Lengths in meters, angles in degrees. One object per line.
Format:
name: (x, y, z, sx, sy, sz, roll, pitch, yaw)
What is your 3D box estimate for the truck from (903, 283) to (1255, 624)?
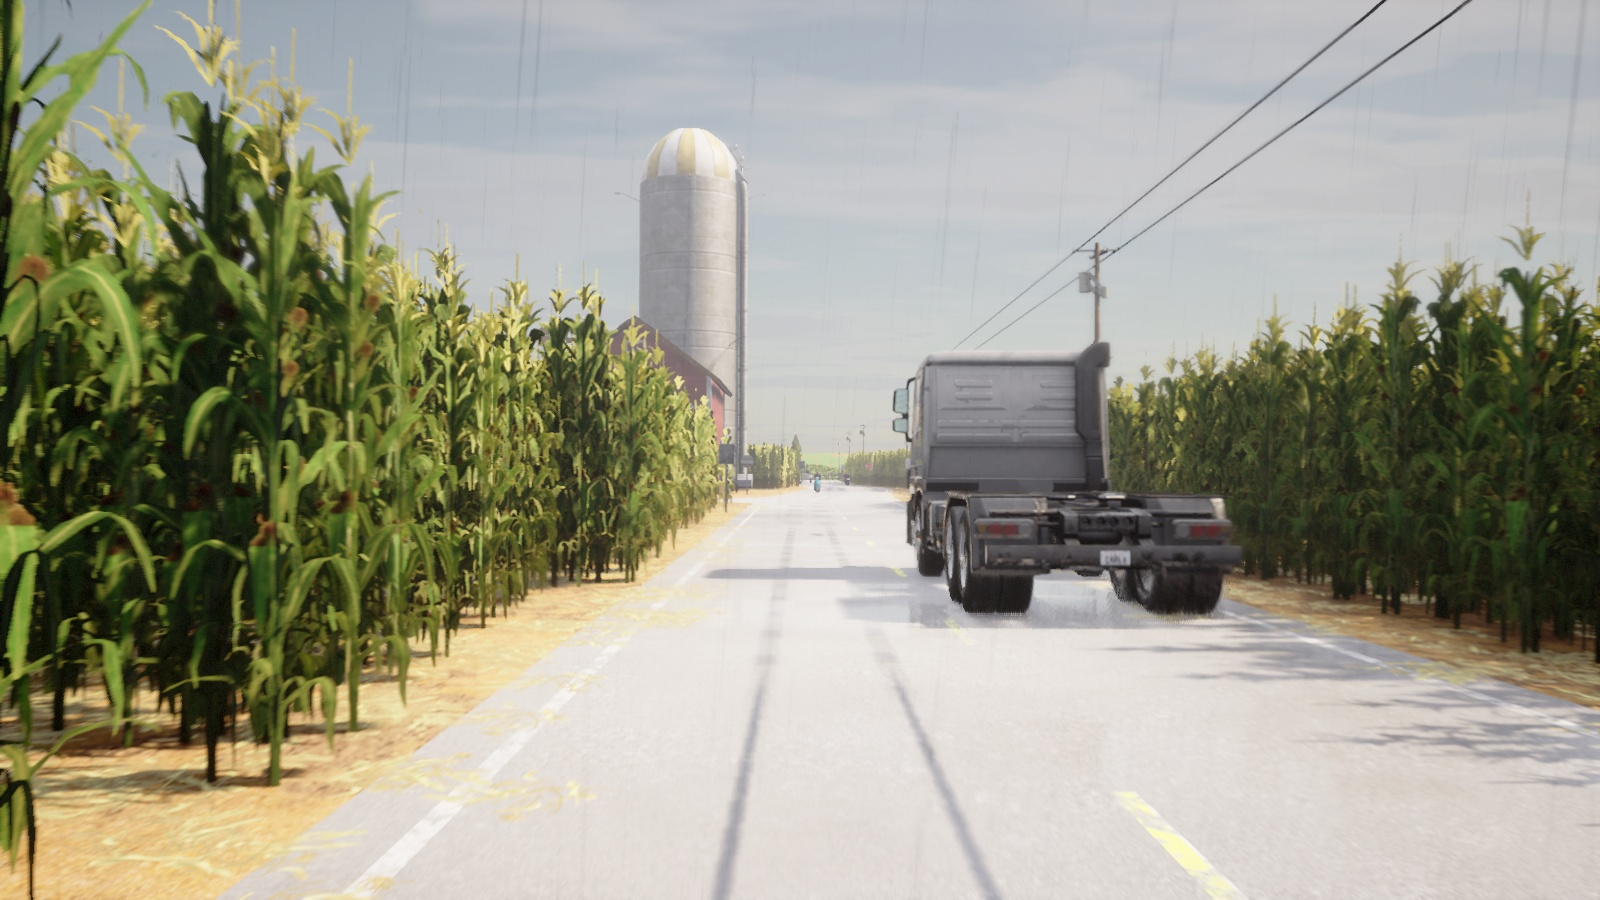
truck: (3.159, 0.100, 16.741, 2.891, 3.462, 7.936, 0, -1, 0)
